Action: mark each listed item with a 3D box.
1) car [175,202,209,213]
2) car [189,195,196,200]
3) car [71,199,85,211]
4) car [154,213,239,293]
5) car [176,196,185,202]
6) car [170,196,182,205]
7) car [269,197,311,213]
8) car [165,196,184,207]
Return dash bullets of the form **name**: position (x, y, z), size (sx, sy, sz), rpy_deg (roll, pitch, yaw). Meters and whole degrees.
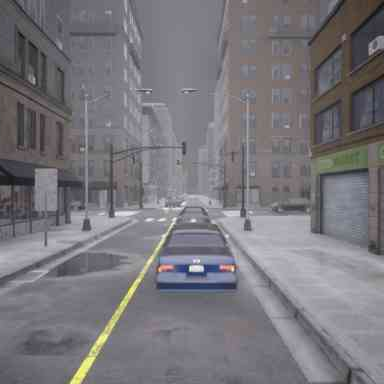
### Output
- **car**: position (0.098, 1.563, 20.709), size (1.994, 1.385, 4.181), rpy_deg (0, 0, 0)
- **car**: position (0.110, 1.530, 91.501), size (1.812, 1.442, 4.674), rpy_deg (0, 0, 0)
- **car**: position (-14.698, 1.539, 39.244), size (4.313, 1.339, 1.947), rpy_deg (0, 0, 0)
- **car**: position (0.095, 1.547, 9.021), size (2.033, 1.411, 5.357), rpy_deg (0, 0, 0)
- **car**: position (-2.655, 1.599, 78.845), size (1.895, 1.301, 4.718), rpy_deg (0, 0, 0)
- **car**: position (-2.759, 1.526, 58.528), size (1.812, 1.442, 4.674), rpy_deg (0, 0, 0)
- **car**: position (10.885, 1.353, 36.641), size (4.553, 1.767, 2.097), rpy_deg (0, 0, 0)
- **car**: position (-2.811, 1.351, 49.799), size (2.097, 1.767, 4.553), rpy_deg (0, 0, 1)
